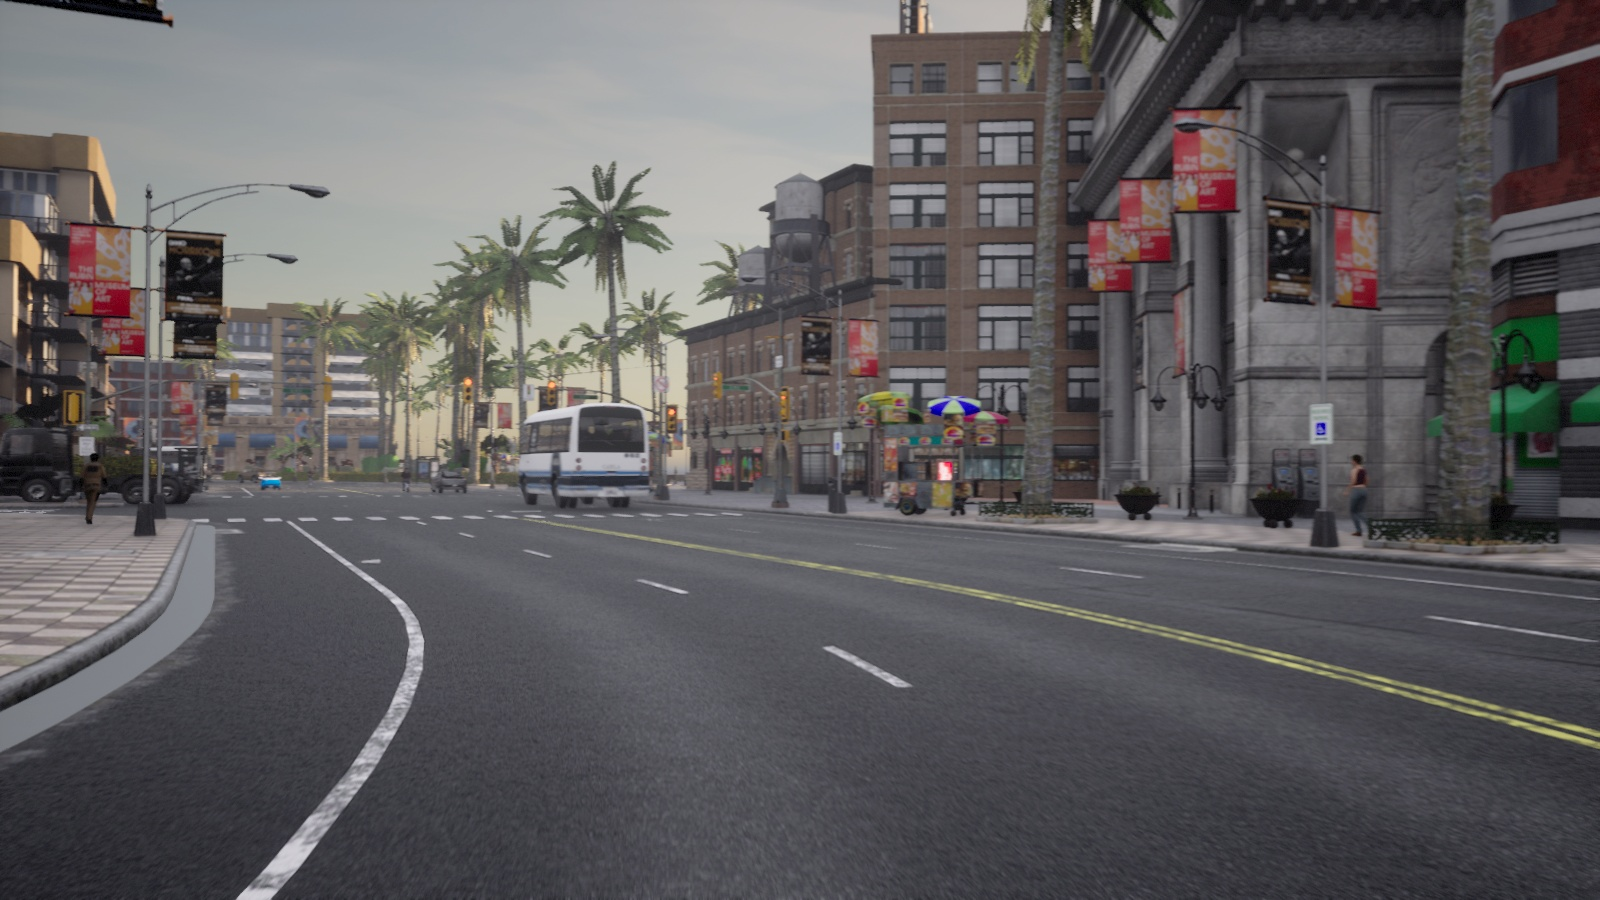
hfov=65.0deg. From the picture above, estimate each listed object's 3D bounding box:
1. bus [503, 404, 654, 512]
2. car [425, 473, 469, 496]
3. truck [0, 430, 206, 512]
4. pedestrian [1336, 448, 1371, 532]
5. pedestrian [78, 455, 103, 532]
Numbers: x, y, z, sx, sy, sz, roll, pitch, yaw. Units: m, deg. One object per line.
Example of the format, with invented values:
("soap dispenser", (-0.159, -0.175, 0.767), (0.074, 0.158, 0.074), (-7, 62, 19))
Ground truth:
("bus", (-9.907, 0.409, 54.912), (3.944, 4.253, 10.273), (0, -1, -25))
("car", (-23.882, 2.313, 84.801), (2.128, 1.511, 4.902), (0, -1, -25))
("truck", (-30.786, 0.917, 55.348), (7.936, 3.462, 2.891), (0, -1, -16))
("pedestrian", (12.224, 0.874, 27.743), (0.345, 1.836, 0.594), (0, -1, -23))
("pedestrian", (-18.043, 1.098, 31.935), (0.396, 1.930, 0.692), (0, -1, -16))
